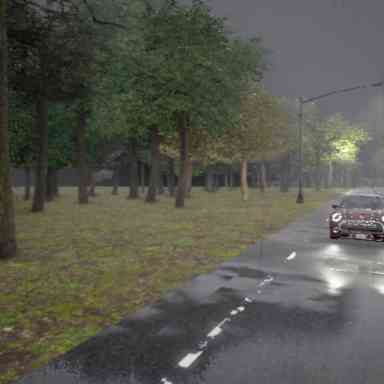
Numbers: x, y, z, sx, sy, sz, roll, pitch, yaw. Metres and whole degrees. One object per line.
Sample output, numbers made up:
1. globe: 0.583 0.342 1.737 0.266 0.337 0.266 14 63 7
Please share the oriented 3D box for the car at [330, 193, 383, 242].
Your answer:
1. car: 6.802 0.870 13.288 2.097 1.767 4.553 1 2 28
